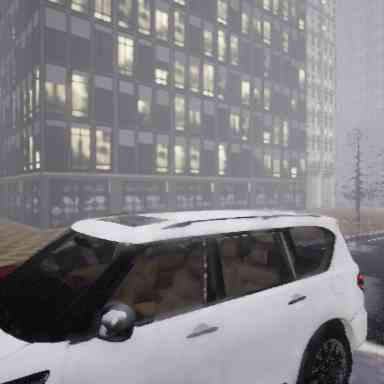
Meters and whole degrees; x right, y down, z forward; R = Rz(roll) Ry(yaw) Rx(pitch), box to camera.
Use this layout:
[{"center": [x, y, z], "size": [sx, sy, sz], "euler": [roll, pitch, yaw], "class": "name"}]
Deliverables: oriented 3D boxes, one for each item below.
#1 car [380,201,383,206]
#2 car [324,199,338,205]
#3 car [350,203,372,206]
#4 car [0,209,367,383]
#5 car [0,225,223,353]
[{"center": [37.101, 2.225, 61.208], "size": [1.947, 1.339, 4.313], "euler": [0, 0, -40], "class": "car"}, {"center": [29.788, 2.140, 69.912], "size": [1.947, 1.339, 4.313], "euler": [0, 0, -40], "class": "car"}, {"center": [33.428, 2.199, 65.548], "size": [1.802, 1.307, 4.206], "euler": [0, 0, -40], "class": "car"}, {"center": [-0.440, 1.242, 3.369], "size": [5.566, 2.045, 2.150], "euler": [1, 0, -36], "class": "car"}, {"center": [-1.760, 1.559, 6.471], "size": [4.674, 1.442, 1.812], "euler": [1, 0, -36], "class": "car"}]
